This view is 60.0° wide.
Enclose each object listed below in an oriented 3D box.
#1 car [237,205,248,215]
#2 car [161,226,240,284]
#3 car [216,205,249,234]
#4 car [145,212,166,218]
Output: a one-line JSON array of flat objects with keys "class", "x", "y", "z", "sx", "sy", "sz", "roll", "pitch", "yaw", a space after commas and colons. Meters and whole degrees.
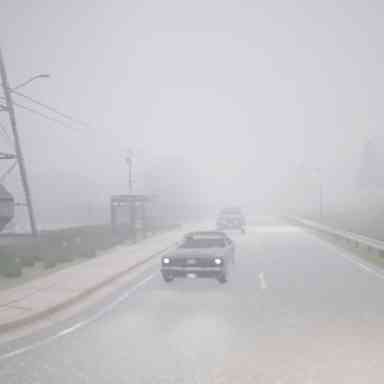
[{"class": "car", "x": 10.523, "y": 3.705, "z": 68.963, "sx": 2.150, "sy": 2.045, "sz": 5.566, "roll": -2, "pitch": -2, "yaw": 10}, {"class": "car", "x": 0.417, "y": 2.049, "z": 11.232, "sx": 1.895, "sy": 1.301, "sz": 4.718, "roll": -2, "pitch": -2, "yaw": 11}, {"class": "car", "x": 3.262, "y": 2.208, "z": 27.025, "sx": 2.150, "sy": 2.045, "sz": 5.566, "roll": -2, "pitch": -2, "yaw": 10}, {"class": "car", "x": -6.028, "y": 3.390, "z": 44.448, "sx": 5.008, "sy": 1.535, "sz": 1.882, "roll": -2, "pitch": -2, "yaw": 10}]
